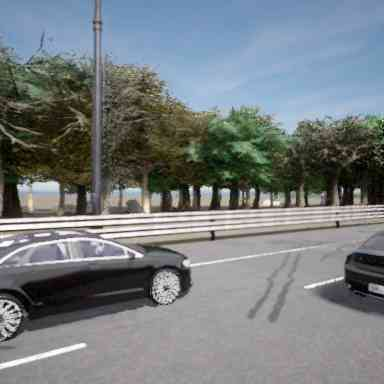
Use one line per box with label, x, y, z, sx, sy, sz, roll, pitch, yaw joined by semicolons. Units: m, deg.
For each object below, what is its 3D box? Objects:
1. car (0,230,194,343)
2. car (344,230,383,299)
car;-2.224;1.493;6.427;4.902;1.511;2.128;0;0;-35
car;5.382;1.539;7.483;4.892;1.490;1.837;0;0;-35
